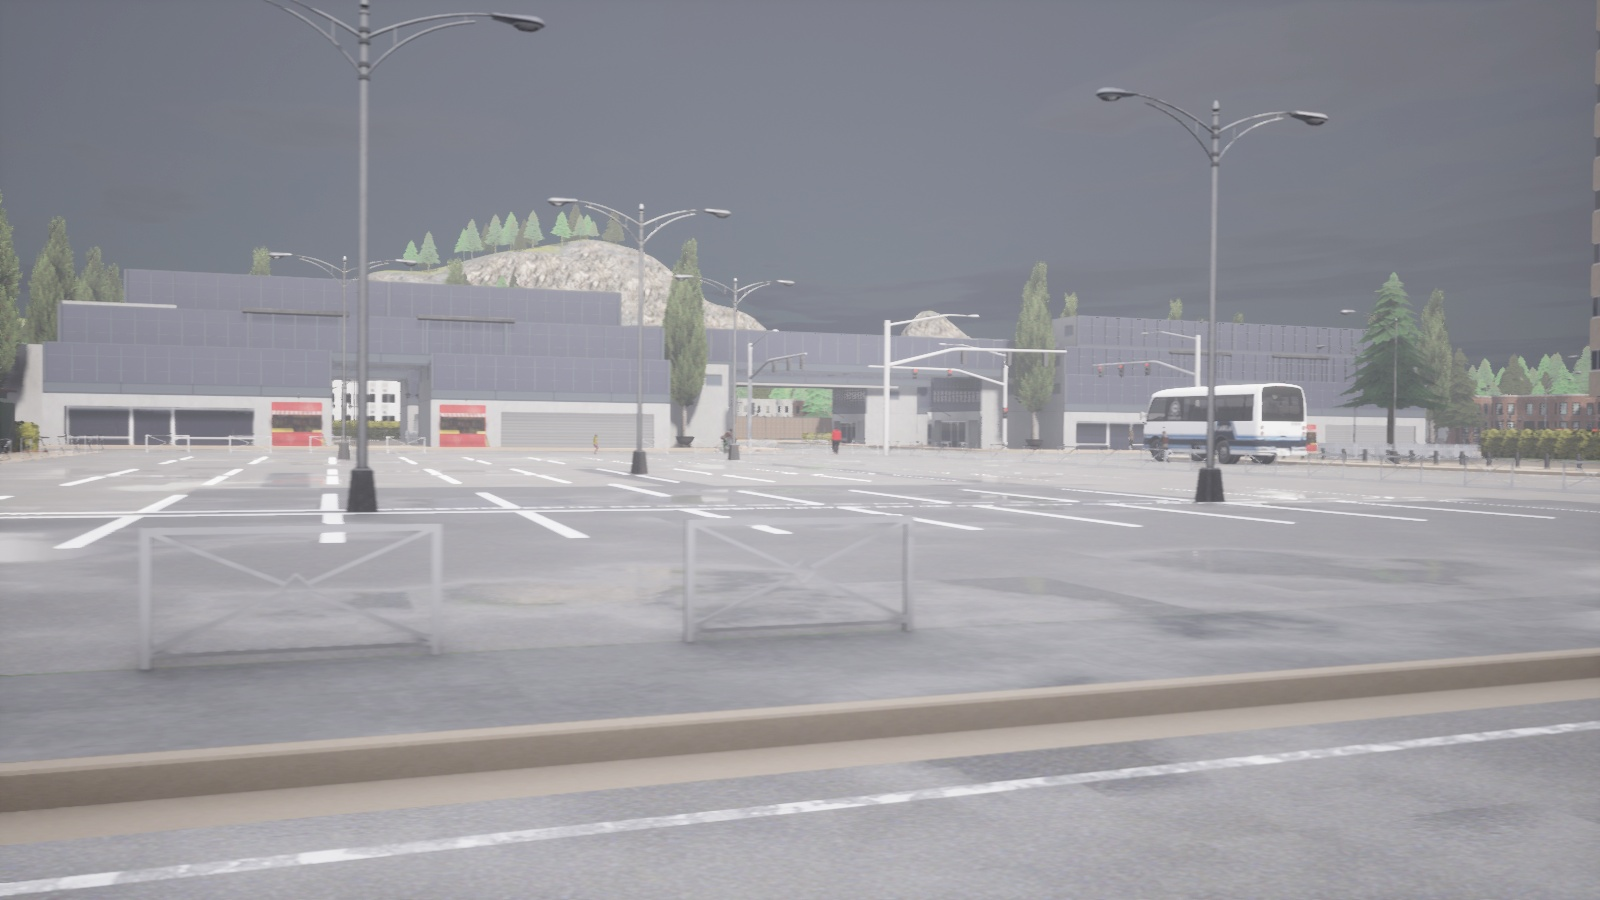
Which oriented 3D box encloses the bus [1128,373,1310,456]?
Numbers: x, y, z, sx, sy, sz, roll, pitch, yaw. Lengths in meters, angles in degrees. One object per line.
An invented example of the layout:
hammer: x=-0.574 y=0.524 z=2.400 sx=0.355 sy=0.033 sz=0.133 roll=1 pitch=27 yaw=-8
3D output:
bus: x=22.915 y=-1.904 z=69.612 sx=3.944 sy=4.253 sz=10.273 roll=-1 pitch=1 yaw=-21

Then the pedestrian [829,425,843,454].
pedestrian: x=2.310 y=-0.675 z=80.176 sx=0.634 sy=1.844 sz=0.899 roll=-1 pitch=1 yaw=-16
